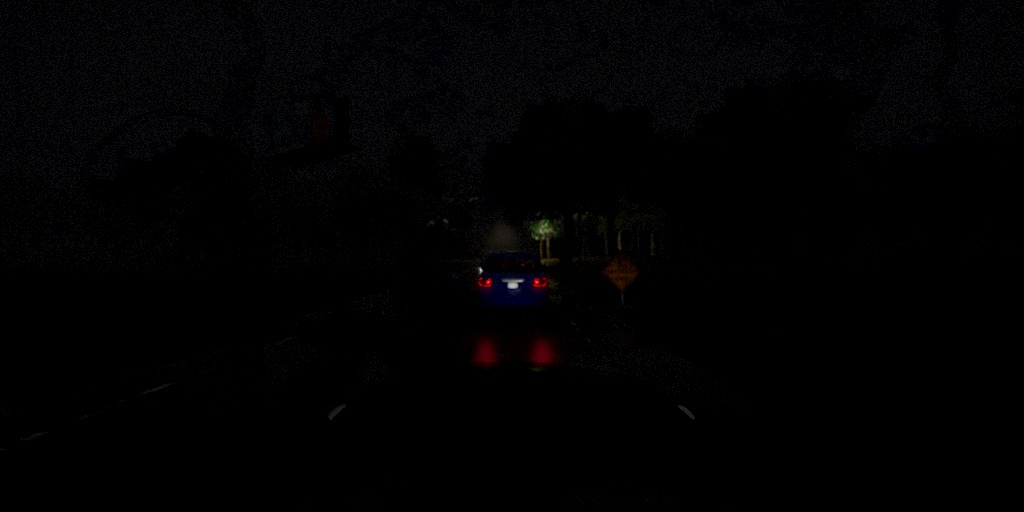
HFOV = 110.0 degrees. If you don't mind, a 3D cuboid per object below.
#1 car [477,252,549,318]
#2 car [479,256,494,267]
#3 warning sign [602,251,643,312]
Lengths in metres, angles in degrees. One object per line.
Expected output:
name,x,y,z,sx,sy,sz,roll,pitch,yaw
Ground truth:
car,0.056,0.878,12.597,2.150,2.045,5.566,0,1,1
car,-3.585,0.820,51.913,1.812,1.442,4.674,0,1,0
warning sign,3.549,0.781,11.523,1.300,1.860,1.060,0,0,0
